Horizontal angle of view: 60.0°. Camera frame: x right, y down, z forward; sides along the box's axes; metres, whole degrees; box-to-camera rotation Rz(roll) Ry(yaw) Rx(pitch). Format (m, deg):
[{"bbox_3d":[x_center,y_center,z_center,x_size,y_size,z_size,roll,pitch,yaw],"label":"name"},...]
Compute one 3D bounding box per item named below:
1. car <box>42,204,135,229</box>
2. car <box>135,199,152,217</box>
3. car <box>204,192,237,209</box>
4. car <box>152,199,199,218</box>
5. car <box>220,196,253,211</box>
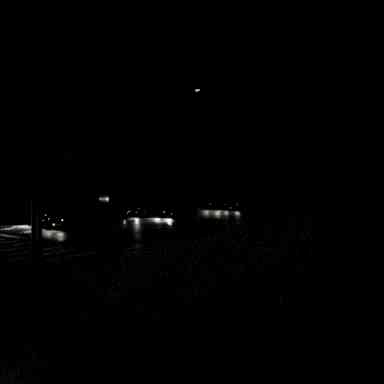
[{"bbox_3d":[-6.476,1.489,21.420,2.033,1.411,5.357,0,0,35],"label":"car"},{"bbox_3d":[-3.999,1.416,30.547,1.837,1.490,4.892,0,0,35],"label":"car"},{"bbox_3d":[3.761,1.078,41.500,2.150,2.045,5.566,0,0,35],"label":"car"},{"bbox_3d":[-1.146,1.467,28.968,1.994,1.385,4.181,0,0,35],"label":"car"},{"bbox_3d":[5.599,1.454,38.474,1.895,1.301,4.718,0,0,36],"label":"car"}]
